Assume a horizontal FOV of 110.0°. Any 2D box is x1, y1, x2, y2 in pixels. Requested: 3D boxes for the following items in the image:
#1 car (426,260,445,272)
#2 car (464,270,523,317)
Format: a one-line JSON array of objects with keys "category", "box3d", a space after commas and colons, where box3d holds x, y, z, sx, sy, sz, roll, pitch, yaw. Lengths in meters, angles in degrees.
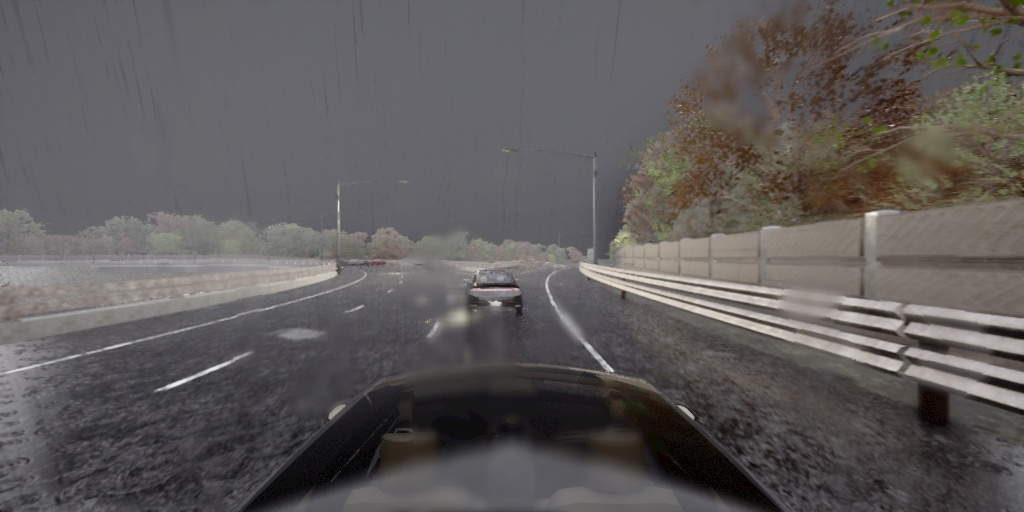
[{"category": "car", "box3d": [-10.354, 1.306, 48.293, 2.128, 1.511, 4.902, 0, 0, -25]}, {"category": "car", "box3d": [-0.737, 1.247, 13.270, 2.128, 1.511, 4.902, 0, 0, -6]}]
